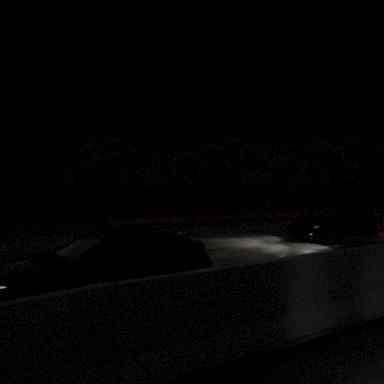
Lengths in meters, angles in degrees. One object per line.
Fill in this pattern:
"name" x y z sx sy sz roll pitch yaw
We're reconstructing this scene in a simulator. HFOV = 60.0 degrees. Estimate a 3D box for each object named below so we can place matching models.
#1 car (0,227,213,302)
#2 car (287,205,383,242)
"car" -1.722 1.497 6.825 4.674 1.442 1.812 0 0 -33
"car" 6.837 1.397 15.831 5.008 1.535 1.882 0 0 -26
